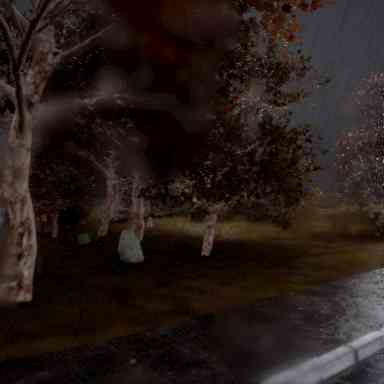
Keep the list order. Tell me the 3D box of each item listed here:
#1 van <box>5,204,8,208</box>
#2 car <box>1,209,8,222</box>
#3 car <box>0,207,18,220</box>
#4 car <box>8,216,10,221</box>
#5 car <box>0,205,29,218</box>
[{"bbox_3d":[-25.608,2.790,42.315,4.442,1.987,1.878,5,-4,-40],"label":"van"},{"bbox_3d":[-23.777,2.814,36.590,5.366,1.575,1.946,5,-4,-40],"label":"car"},{"bbox_3d":[-27.781,3.062,47.724,4.553,1.767,2.185,5,-4,-40],"label":"car"},{"bbox_3d":[-24.677,2.918,39.466,4.892,1.521,2.231,5,-4,-40],"label":"car"},{"bbox_3d":[-30.867,3.214,55.996,5.566,2.045,2.435,5,-4,-40],"label":"car"}]
